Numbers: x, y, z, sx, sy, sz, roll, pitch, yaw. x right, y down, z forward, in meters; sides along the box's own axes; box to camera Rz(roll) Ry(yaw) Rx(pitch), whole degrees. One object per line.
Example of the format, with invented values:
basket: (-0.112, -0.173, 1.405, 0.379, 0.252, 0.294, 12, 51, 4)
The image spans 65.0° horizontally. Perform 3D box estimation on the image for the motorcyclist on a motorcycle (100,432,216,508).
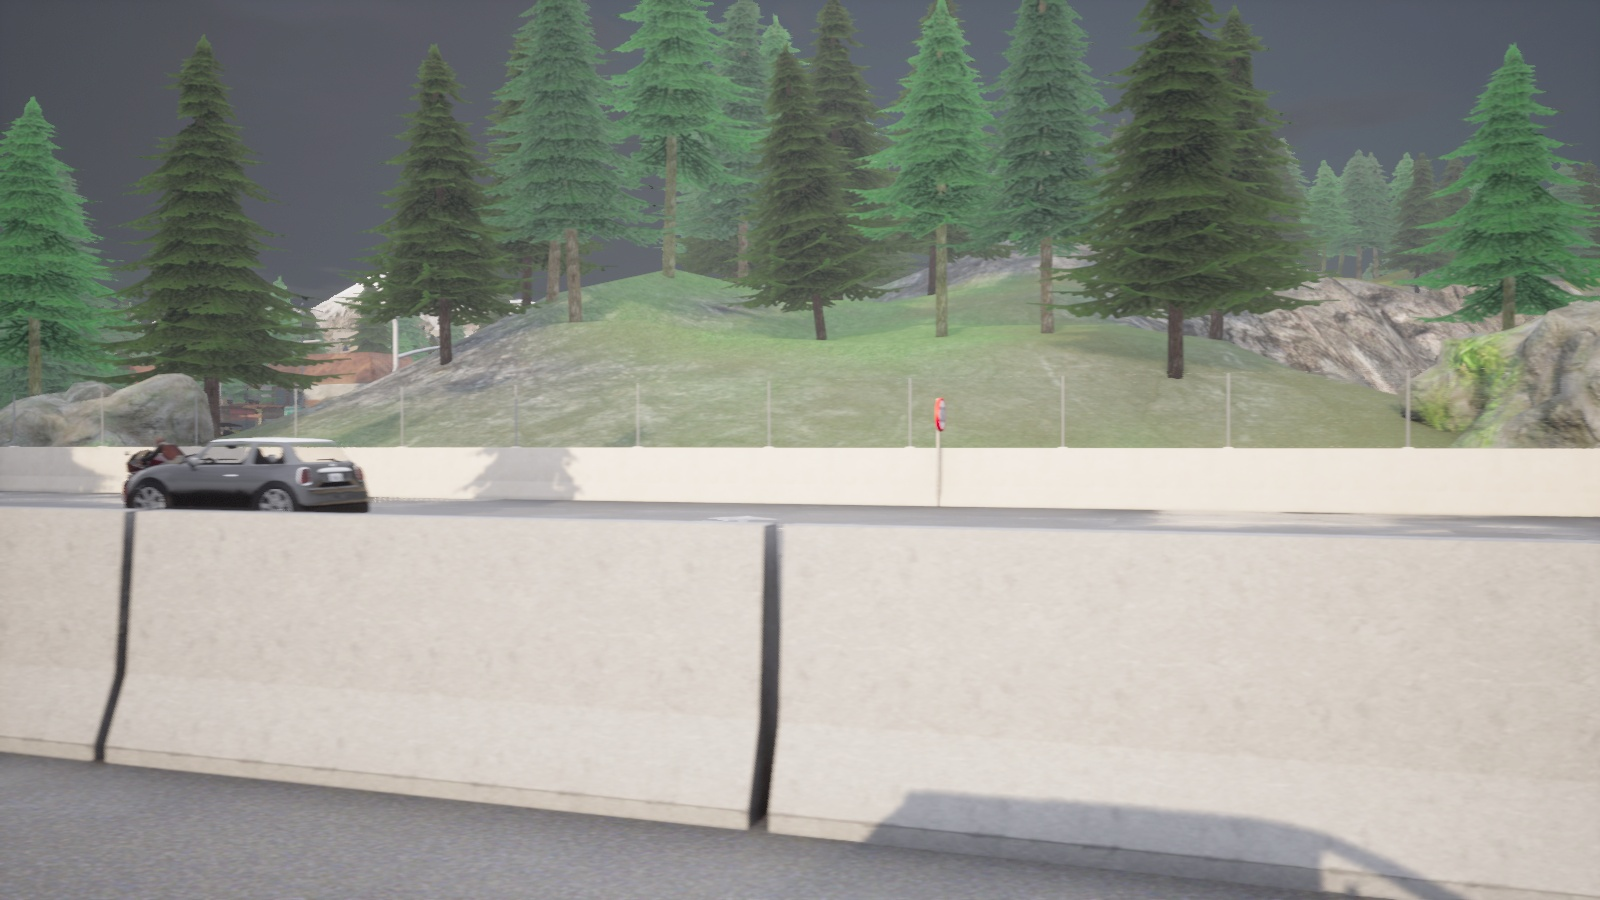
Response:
motorcyclist on a motorcycle: (-13.372, 0.392, 26.155, 2.191, 1.530, 0.866, 1, 1, 19)

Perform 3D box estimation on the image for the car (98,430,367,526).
car: (-9.532, 0.417, 21.169, 3.806, 1.475, 1.970, 1, 1, 19)

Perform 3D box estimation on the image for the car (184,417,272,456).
car: (-28.552, -0.687, 62.803, 1.905, 1.878, 3.866, 1, 1, 19)
